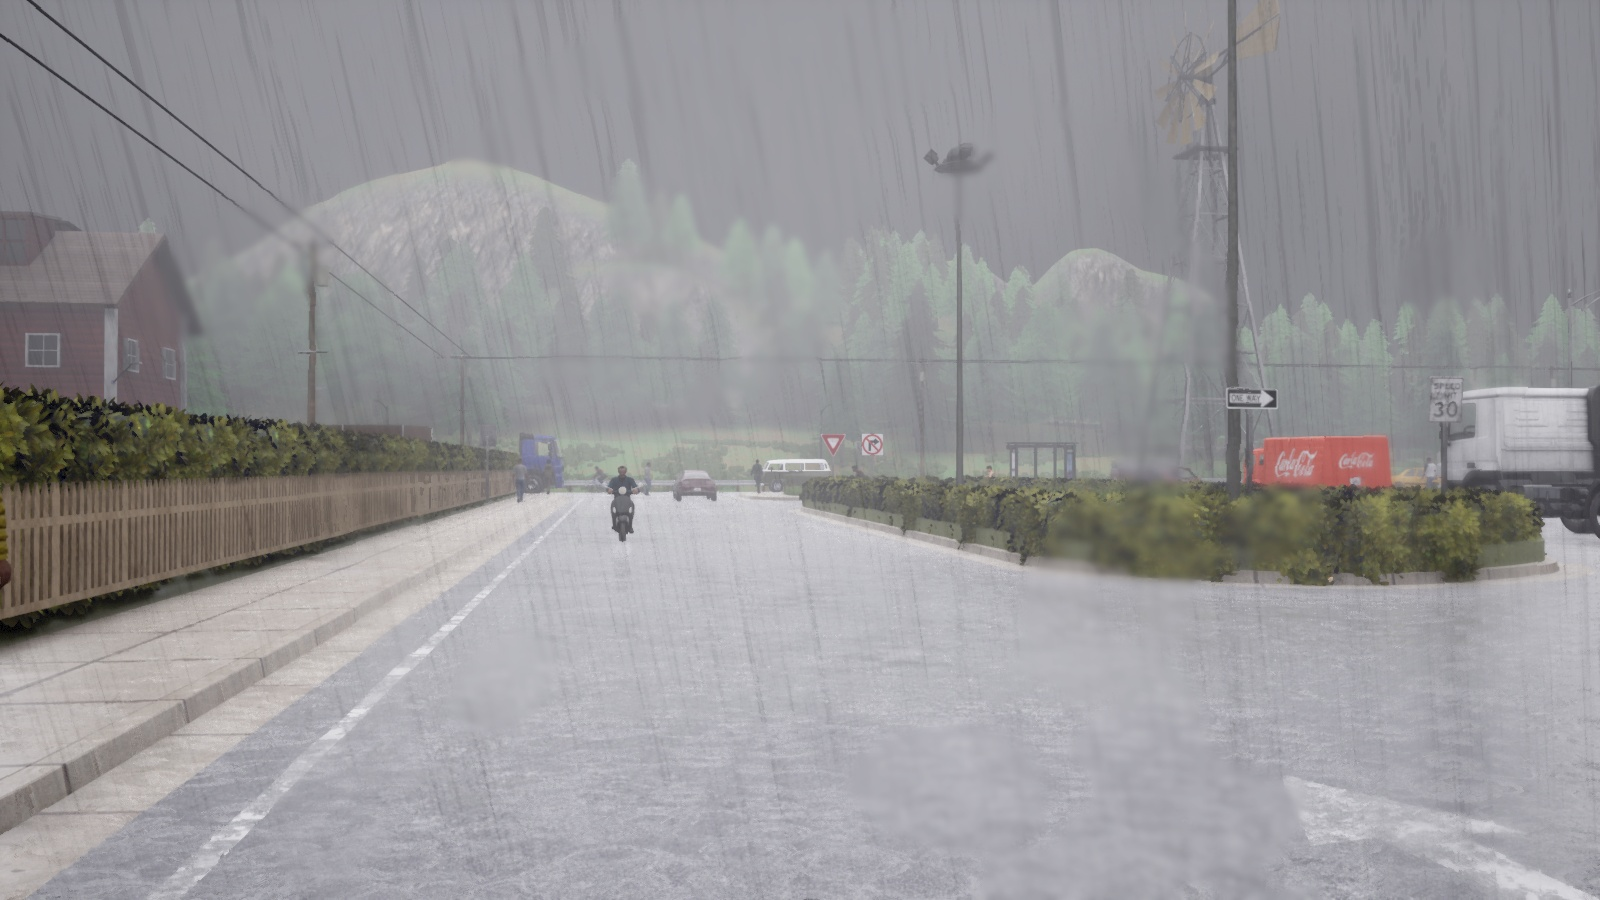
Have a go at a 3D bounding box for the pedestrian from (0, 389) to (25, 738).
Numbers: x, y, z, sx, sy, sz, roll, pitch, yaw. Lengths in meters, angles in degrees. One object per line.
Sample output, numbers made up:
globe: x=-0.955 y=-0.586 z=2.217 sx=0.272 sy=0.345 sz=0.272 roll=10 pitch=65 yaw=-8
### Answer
pedestrian: x=-4.441 y=0.596 z=6.492 sx=0.431 sy=1.840 sz=0.709 roll=0 pitch=-1 yaw=0

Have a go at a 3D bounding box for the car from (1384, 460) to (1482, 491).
car: x=33.707 y=1.363 z=67.053 sx=1.801 sy=1.575 sz=5.366 roll=0 pitch=-1 yaw=-10

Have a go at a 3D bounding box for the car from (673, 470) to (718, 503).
car: x=-4.948 y=1.677 z=58.944 sx=1.812 sy=1.442 sz=4.674 roll=0 pitch=-1 yaw=-8

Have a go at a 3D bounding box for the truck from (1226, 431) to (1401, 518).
truck: x=15.528 y=0.713 z=38.355 sx=2.627 sy=2.467 sz=5.204 roll=0 pitch=-1 yaw=-9

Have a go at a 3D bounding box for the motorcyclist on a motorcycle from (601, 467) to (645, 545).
motorcyclist on a motorcycle: x=-3.743 y=1.158 z=26.548 sx=0.866 sy=1.590 sz=1.817 roll=0 pitch=-1 yaw=-8

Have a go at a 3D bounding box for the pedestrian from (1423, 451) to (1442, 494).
pedestrian: x=27.447 y=0.965 z=54.511 sx=0.354 sy=1.836 sz=0.706 roll=0 pitch=-1 yaw=-7

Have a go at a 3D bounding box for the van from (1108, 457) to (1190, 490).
van: x=21.185 y=1.410 z=76.331 sx=4.442 sy=1.987 sz=1.775 roll=0 pitch=-1 yaw=-8

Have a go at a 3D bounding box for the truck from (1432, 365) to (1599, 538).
truck: x=17.349 y=0.043 z=26.814 sx=2.891 sy=3.462 sz=7.936 roll=0 pitch=-1 yaw=-7

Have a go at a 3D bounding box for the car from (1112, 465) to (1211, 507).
car: x=13.666 y=1.352 z=47.684 sx=1.845 sy=1.501 sz=3.633 roll=0 pitch=-1 yaw=-19

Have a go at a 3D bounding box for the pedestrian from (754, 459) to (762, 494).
pedestrian: x=-2.206 y=1.374 z=65.789 sx=0.353 sy=1.847 sz=0.614 roll=0 pitch=-1 yaw=-11

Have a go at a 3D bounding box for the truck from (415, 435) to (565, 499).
truck: x=-17.392 y=0.938 z=70.897 sx=7.936 sy=3.462 sz=2.891 roll=0 pitch=-1 yaw=-8

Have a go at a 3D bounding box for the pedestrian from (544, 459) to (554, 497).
pedestrian: x=-12.793 y=1.442 z=63.976 sx=0.396 sy=1.930 sz=0.692 roll=0 pitch=-1 yaw=-3

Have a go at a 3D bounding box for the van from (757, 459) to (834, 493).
van: x=-0.302 y=1.575 z=76.834 sx=4.480 sy=2.038 sz=2.069 roll=0 pitch=-1 yaw=-8

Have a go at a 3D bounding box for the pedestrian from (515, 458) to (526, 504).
pedestrian: x=-11.196 y=1.245 z=50.345 sx=0.354 sy=1.836 sz=0.706 roll=0 pitch=-1 yaw=-6
